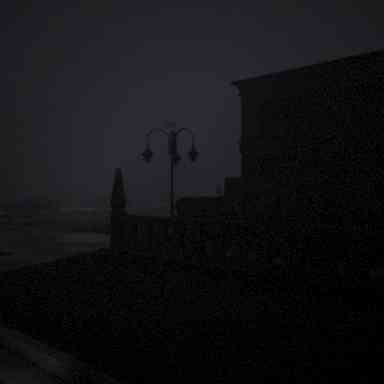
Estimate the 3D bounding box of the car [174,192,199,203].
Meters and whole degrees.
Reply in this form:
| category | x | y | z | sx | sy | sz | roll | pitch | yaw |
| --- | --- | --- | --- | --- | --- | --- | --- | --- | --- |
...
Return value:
| category | x | y | z | sx | sy | sz | roll | pitch | yaw |
| --- | --- | --- | --- | --- | --- | --- | --- | --- | --- |
| car | -0.907 | 1.134 | 63.188 | 2.150 | 2.045 | 5.566 | 0 | 0 | 36 |

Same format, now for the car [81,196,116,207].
| category | x | y | z | sx | sy | sz | roll | pitch | yaw |
| --- | --- | --- | --- | --- | --- | --- | --- | --- | --- |
| car | -14.291 | 1.390 | 50.940 | 2.128 | 1.511 | 4.902 | 0 | 0 | 36 |

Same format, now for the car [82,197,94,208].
| category | x | y | z | sx | sy | sz | roll | pitch | yaw |
| --- | --- | --- | --- | --- | --- | --- | --- | --- | --- |
| car | -13.088 | 1.385 | 46.666 | 1.882 | 1.535 | 5.008 | 0 | 0 | 36 |

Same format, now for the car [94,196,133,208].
| category | x | y | z | sx | sy | sz | roll | pitch | yaw |
| --- | --- | --- | --- | --- | --- | --- | --- | --- | --- |
| car | -10.134 | 1.393 | 44.777 | 1.882 | 1.535 | 5.008 | 0 | 0 | 36 |

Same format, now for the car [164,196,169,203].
| category | x | y | z | sx | sy | sz | roll | pitch | yaw |
| --- | --- | --- | --- | --- | --- | --- | --- | --- | --- |
| car | -3.161 | 1.117 | 66.020 | 2.150 | 2.045 | 5.566 | 0 | 0 | 36 |

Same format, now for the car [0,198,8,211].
| category | x | y | z | sx | sy | sz | roll | pitch | yaw |
| --- | --- | --- | --- | --- | --- | --- | --- | --- | --- |
| car | -19.419 | 1.433 | 38.008 | 1.812 | 1.442 | 4.674 | 0 | 0 | 36 |

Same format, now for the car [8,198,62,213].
| category | x | y | z | sx | sy | sz | roll | pitch | yaw |
| --- | --- | --- | --- | --- | --- | --- | --- | --- | --- |
| car | -16.562 | 1.407 | 35.987 | 2.128 | 1.511 | 4.902 | 0 | 0 | 36 |
